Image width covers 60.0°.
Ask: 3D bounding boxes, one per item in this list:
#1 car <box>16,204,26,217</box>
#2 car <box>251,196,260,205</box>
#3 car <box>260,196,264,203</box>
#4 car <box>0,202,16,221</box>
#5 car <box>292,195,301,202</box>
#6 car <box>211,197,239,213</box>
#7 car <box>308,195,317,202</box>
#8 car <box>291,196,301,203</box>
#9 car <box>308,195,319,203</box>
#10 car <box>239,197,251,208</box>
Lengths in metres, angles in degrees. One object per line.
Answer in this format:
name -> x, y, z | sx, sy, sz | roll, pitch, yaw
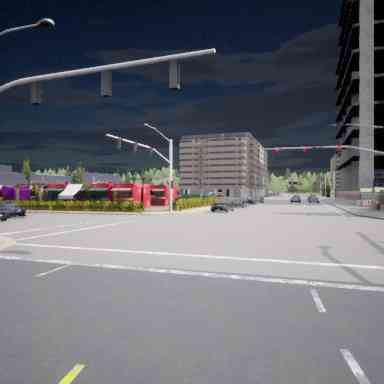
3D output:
car -> -17.305, 1.619, 30.371 | 4.181, 1.385, 1.994 | 0, 0, 19
car -> 9.963, 1.601, 56.957 | 1.895, 1.301, 4.718 | 0, 0, 19
car -> 13.427, 1.491, 67.038 | 2.128, 1.511, 4.902 | 0, 0, 19
car -> -16.445, 1.619, 26.162 | 4.181, 1.385, 1.994 | 0, 0, 19
car -> 24.686, 1.540, 78.503 | 2.033, 1.411, 5.357 | 0, 0, 19
car -> 3.648, 1.547, 38.298 | 2.033, 1.411, 5.357 | 0, 0, 19
car -> 28.108, 1.524, 77.696 | 1.812, 1.442, 4.674 | 0, 0, 19
car -> 21.599, 1.555, 69.282 | 1.994, 1.385, 4.181 | 0, 0, 19
car -> 24.550, 1.542, 67.067 | 2.033, 1.411, 5.357 | 0, 0, 19
car -> 6.788, 1.505, 47.584 | 1.837, 1.490, 4.892 | 0, 0, 18
